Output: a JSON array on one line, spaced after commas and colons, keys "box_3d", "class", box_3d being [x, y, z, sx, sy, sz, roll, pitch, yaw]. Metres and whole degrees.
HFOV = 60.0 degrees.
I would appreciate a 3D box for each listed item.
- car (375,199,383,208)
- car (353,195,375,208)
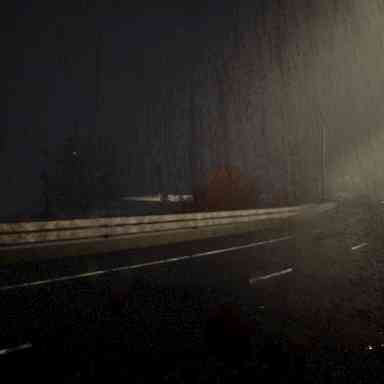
[{"box_3d": [32.705, 1.898, 56.973, 1.837, 1.490, 4.892, 1, -1, 16], "class": "car"}, {"box_3d": [29.195, 1.600, 57.085, 2.150, 2.045, 5.566, 0, 0, 16], "class": "car"}]
